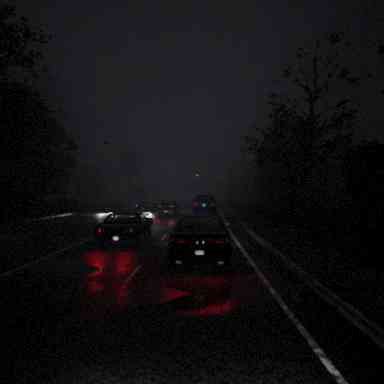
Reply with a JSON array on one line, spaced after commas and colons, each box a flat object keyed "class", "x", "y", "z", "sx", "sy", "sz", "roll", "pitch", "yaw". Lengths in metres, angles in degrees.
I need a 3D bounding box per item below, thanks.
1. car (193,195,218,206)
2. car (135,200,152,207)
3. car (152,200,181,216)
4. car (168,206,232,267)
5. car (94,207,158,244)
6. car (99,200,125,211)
[{"class": "car", "x": 1.223, "y": 1.256, "z": 31.601, "sx": 2.150, "sy": 2.045, "sz": 5.566, "roll": 0, "pitch": 0, "yaw": 4}, {"class": "car", "x": -5.427, "y": 1.642, "z": 39.894, "sx": 1.895, "sy": 1.301, "sz": 4.718, "roll": 0, "pitch": 0, "yaw": 4}, {"class": "car", "x": -2.221, "y": 1.526, "z": 32.537, "sx": 2.128, "sy": 1.511, "sz": 4.902, "roll": 0, "pitch": 0, "yaw": 4}, {"class": "car", "x": 0.285, "y": 1.490, "z": 11.500, "sx": 1.882, "sy": 1.535, "sz": 5.008, "roll": 0, "pitch": 0, "yaw": 2}, {"class": "car", "x": -3.065, "y": 1.617, "z": 15.956, "sx": 1.895, "sy": 1.301, "sz": 4.718, "roll": 0, "pitch": 0, "yaw": 2}, {"class": "car", "x": -9.074, "y": 1.602, "z": 37.872, "sx": 1.994, "sy": 1.385, "sz": 4.181, "roll": 0, "pitch": 0, "yaw": 4}]
